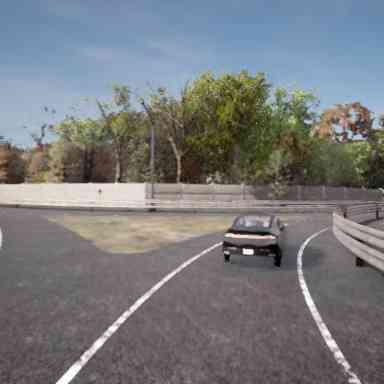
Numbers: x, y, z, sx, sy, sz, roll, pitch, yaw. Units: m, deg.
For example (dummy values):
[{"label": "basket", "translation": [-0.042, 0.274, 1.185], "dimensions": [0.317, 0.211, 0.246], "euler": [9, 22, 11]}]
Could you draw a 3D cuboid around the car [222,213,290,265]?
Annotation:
[{"label": "car", "translation": [2.386, 1.513, 11.893], "dimensions": [2.128, 1.511, 4.902], "euler": [0, 0, 18]}]
